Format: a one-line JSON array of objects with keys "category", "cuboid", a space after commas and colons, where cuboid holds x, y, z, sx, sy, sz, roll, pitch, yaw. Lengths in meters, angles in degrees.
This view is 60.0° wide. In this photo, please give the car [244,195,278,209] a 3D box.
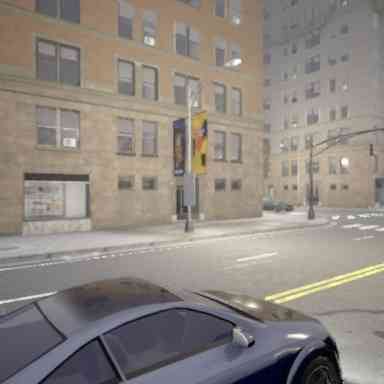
[{"category": "car", "cuboid": [8.951, 1.278, 43.622, 1.967, 1.590, 4.097, 0, 0, -36]}]

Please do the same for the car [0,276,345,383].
[{"category": "car", "cuboid": [-0.417, 1.558, 3.140, 4.181, 1.385, 1.994, 0, 0, -37]}]

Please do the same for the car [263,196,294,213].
[{"category": "car", "cuboid": [8.581, 1.413, 34.861, 1.994, 1.385, 4.181, 0, 0, -37]}]
